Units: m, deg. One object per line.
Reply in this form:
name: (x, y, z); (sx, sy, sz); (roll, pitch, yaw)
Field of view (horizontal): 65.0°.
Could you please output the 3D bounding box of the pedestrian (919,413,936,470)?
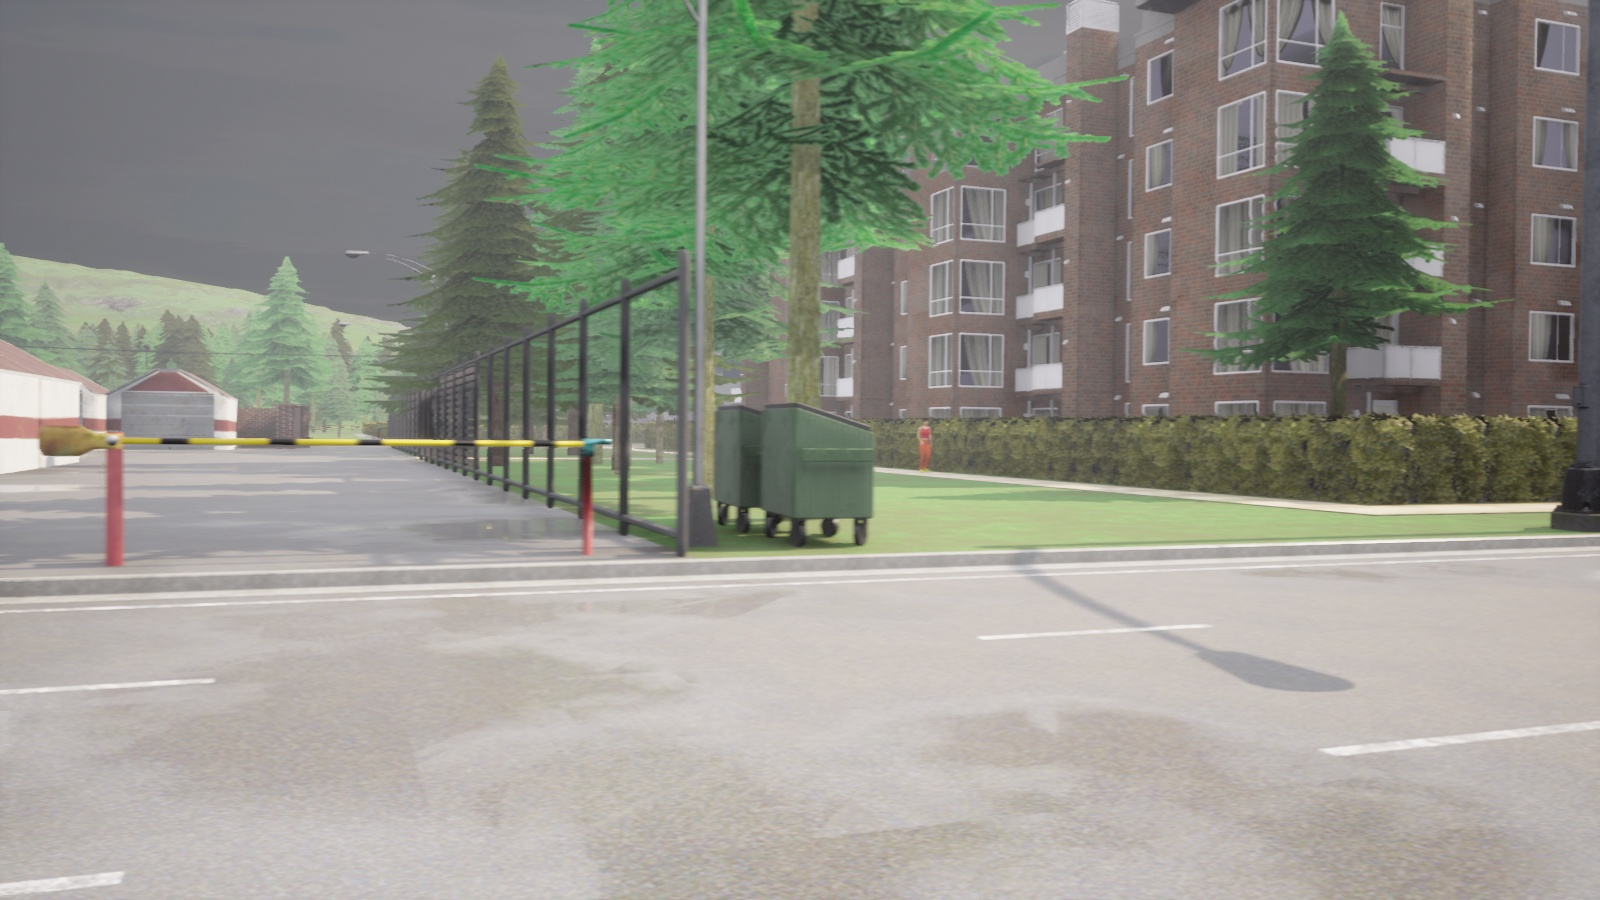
pedestrian: (4.153, -0.284, 40.904); (0.345, 1.836, 0.594); (-1, 1, -19)
